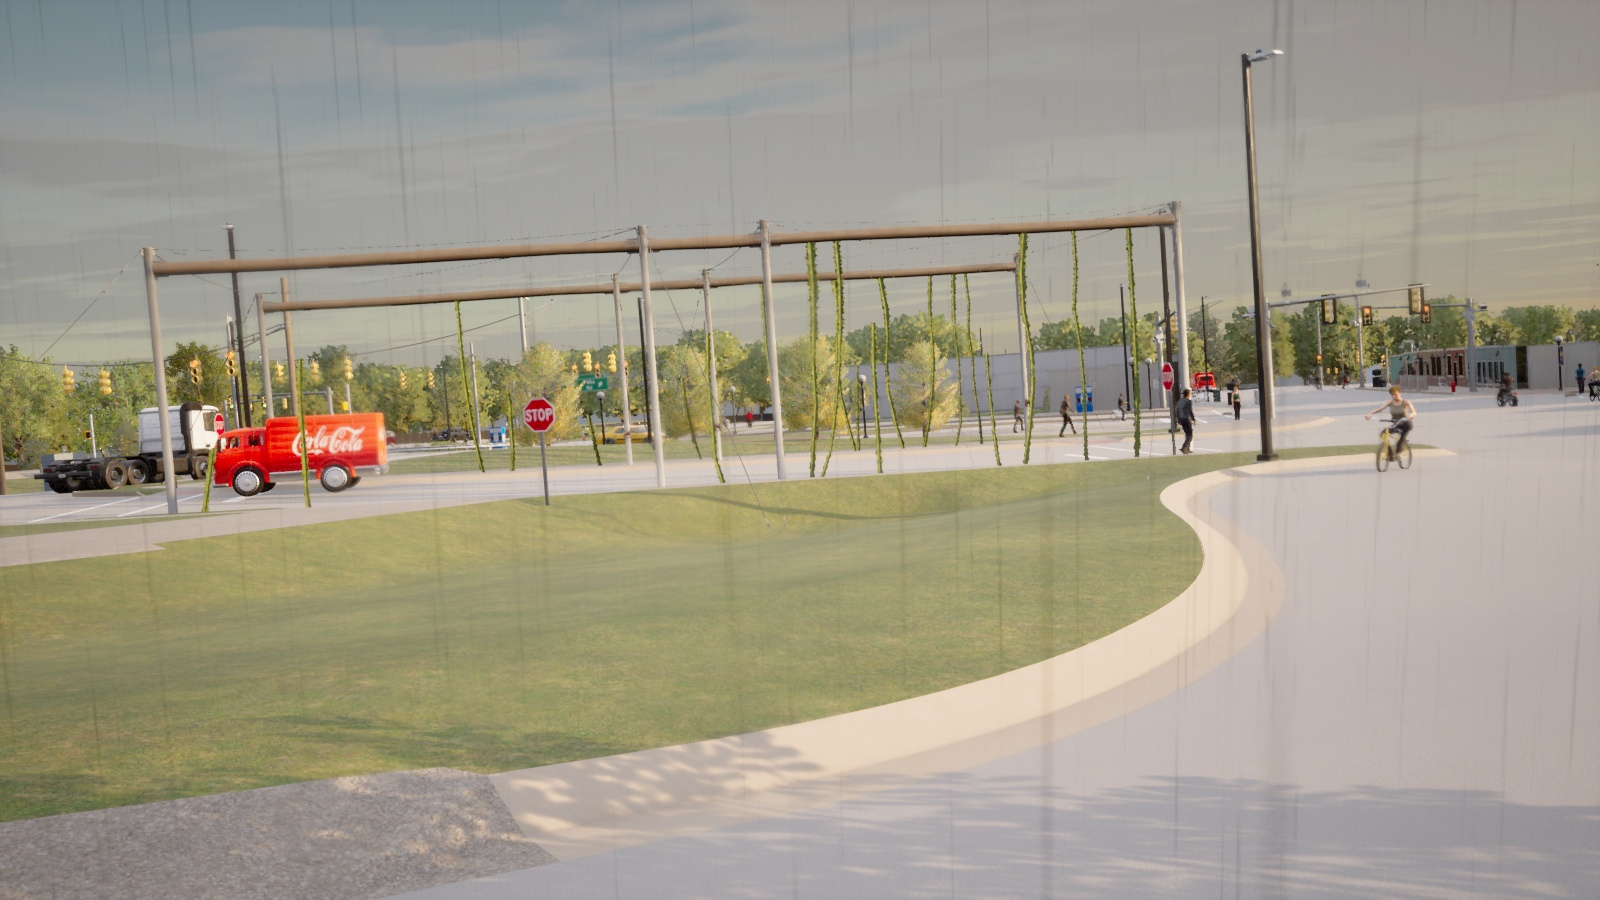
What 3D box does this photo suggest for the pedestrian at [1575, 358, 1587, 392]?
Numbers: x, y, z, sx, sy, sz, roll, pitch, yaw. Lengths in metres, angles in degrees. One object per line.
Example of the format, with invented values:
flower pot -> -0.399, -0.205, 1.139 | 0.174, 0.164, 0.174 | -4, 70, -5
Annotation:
pedestrian -> 45.395, -4.351, 72.999 | 0.396, 1.930, 0.692 | -3, 3, 21

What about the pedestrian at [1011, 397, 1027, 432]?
pedestrian -> 11.755, -1.900, 67.315 | 0.720, 1.854, 0.376 | -4, 3, 13

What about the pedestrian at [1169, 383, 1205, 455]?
pedestrian -> 10.755, -0.859, 34.912 | 0.788, 1.949, 0.423 | -6, 3, -28

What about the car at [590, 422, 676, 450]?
car -> -10.976, -0.912, 82.612 | 5.366, 1.575, 1.801 | -1, 3, 24

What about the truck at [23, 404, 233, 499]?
truck -> -27.514, -0.050, 51.975 | 2.891, 3.462, 7.936 | -4, 1, 13

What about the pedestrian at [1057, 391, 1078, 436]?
pedestrian -> 11.158, -1.514, 52.348 | 0.634, 1.846, 0.331 | -5, 3, -11

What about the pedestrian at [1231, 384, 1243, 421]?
pedestrian -> 22.428, -2.445, 64.506 | 0.345, 1.836, 0.594 | -4, 3, 6

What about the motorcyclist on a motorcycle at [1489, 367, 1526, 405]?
motorcyclist on a motorcycle -> 32.434, -2.902, 57.628 | 0.766, 1.649, 2.350 | -4, 1, 13

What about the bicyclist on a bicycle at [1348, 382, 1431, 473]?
bicyclist on a bicycle -> 11.024, -0.438, 23.461 | 1.509, 1.612, 0.866 | -4, 4, -42

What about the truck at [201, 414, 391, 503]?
truck -> -16.279, 0.211, 40.894 | 5.204, 2.467, 2.627 | -4, 3, -11
